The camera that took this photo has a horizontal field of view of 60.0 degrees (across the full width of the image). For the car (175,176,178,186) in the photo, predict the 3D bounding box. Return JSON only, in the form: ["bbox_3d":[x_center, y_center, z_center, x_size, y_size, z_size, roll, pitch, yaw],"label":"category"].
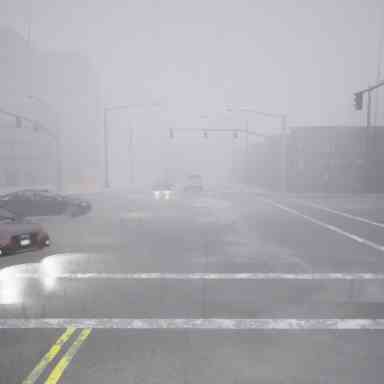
[{"bbox_3d":[-3.522,-1.675,51.308,1.837,1.490,4.892,0,4,0],"label":"car"}]

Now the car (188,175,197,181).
[{"bbox_3d":[0.105,-3.176,74.309,1.994,1.385,4.181,0,4,0],"label":"car"}]

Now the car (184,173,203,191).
[{"bbox_3d":[0.170,-1.304,41.560,2.150,2.045,5.566,0,4,0],"label":"car"}]

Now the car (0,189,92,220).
[{"bbox_3d":[-7.720,0.616,17.036,4.902,1.511,2.128,-1,4,-18],"label":"car"}]

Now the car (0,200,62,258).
[{"bbox_3d":[-6.331,1.149,10.189,4.181,1.385,1.994,2,4,30],"label":"car"}]

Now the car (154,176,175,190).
[{"bbox_3d":[-3.540,-0.950,41.401,1.994,1.385,4.181,0,4,0],"label":"car"}]
